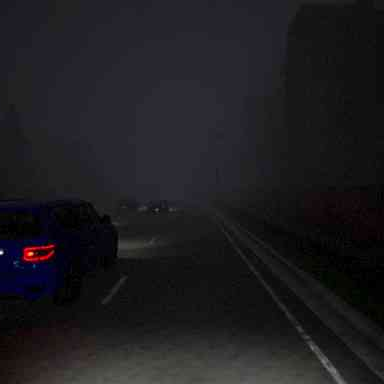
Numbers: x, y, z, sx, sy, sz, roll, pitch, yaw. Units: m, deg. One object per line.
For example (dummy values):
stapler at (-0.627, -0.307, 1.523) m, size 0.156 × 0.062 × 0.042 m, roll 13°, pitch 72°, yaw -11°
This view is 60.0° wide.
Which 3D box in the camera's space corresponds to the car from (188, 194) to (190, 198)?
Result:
car at (0.004, 0.968, 89.755) m, size 1.812 × 1.442 × 4.674 m, roll 0°, pitch 0°, yaw 0°

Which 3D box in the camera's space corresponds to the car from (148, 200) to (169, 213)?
car at (-3.398, 1.437, 34.643) m, size 1.895 × 1.301 × 4.718 m, roll 0°, pitch 0°, yaw 0°

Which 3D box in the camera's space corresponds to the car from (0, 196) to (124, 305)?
car at (-3.400, 1.184, 8.131) m, size 2.150 × 2.045 × 5.566 m, roll 0°, pitch 0°, yaw 0°

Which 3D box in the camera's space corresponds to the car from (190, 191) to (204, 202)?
car at (1.228, 0.898, 68.746) m, size 2.150 × 2.045 × 5.566 m, roll 0°, pitch 0°, yaw 0°

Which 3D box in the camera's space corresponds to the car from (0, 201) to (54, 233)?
car at (-10.398, 1.397, 20.026) m, size 2.128 × 1.511 × 4.902 m, roll 0°, pitch 0°, yaw 0°

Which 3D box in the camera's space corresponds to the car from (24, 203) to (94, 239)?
car at (-6.899, 1.422, 17.899) m, size 1.837 × 1.490 × 4.892 m, roll 0°, pitch 1°, yaw 0°

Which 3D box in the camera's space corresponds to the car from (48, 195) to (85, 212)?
car at (-13.470, 1.181, 35.952) m, size 2.097 × 1.767 × 4.553 m, roll 0°, pitch 0°, yaw 3°

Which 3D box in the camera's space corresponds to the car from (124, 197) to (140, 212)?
car at (-6.899, 1.320, 36.332) m, size 2.128 × 1.511 × 4.902 m, roll 0°, pitch 0°, yaw 0°
